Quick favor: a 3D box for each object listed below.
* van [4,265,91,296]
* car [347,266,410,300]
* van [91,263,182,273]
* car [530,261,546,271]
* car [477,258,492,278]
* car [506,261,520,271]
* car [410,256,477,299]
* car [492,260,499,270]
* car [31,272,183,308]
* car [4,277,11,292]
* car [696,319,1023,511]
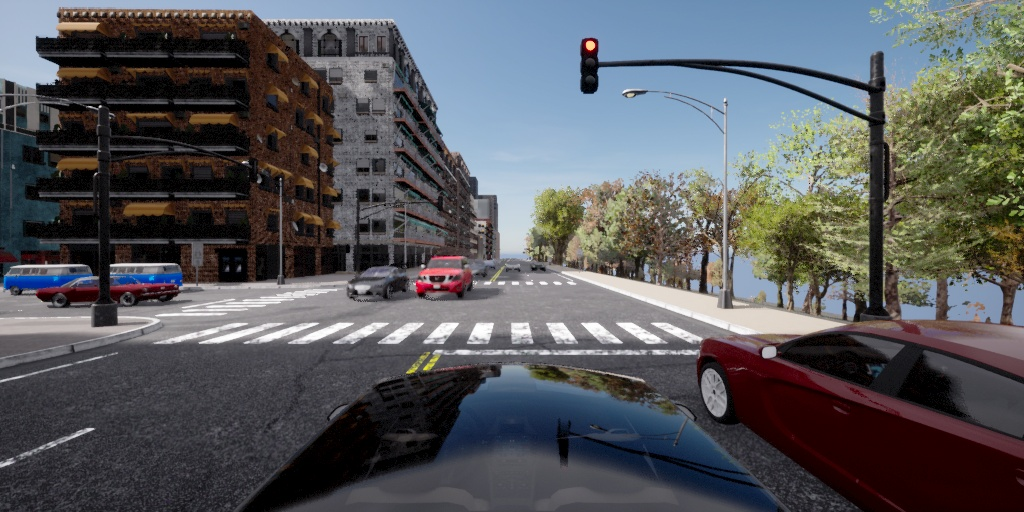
[{"bbox_3d":[-28.302,1.425,21.953,3.998,1.789,1.690,0,0,-1],"label":"van"},{"bbox_3d":[-6.601,1.306,18.227,2.128,1.511,4.902,-1,0,0],"label":"car"},{"bbox_3d":[-22.701,1.351,22.024,3.998,1.789,1.690,0,0,-1],"label":"van"},{"bbox_3d":[3.393,1.360,48.114,1.895,1.301,4.718,0,0,0],"label":"car"},{"bbox_3d":[-3.321,1.245,34.021,2.128,1.511,4.902,0,0,0],"label":"car"},{"bbox_3d":[0.143,1.360,48.141,1.895,1.301,4.718,0,0,0],"label":"car"},{"bbox_3d":[-3.345,1.013,18.720,2.150,2.045,5.566,0,0,0],"label":"car"},{"bbox_3d":[-3.300,1.287,51.227,1.812,1.442,4.674,0,0,0],"label":"car"},{"bbox_3d":[-18.085,1.573,16.288,4.718,1.301,1.895,-1,0,-1],"label":"car"},{"bbox_3d":[-22.621,1.624,13.678,4.207,1.307,1.802,0,0,-1],"label":"car"},{"bbox_3d":[3.350,1.228,2.718,1.882,1.535,5.008,0,0,0],"label":"car"}]
